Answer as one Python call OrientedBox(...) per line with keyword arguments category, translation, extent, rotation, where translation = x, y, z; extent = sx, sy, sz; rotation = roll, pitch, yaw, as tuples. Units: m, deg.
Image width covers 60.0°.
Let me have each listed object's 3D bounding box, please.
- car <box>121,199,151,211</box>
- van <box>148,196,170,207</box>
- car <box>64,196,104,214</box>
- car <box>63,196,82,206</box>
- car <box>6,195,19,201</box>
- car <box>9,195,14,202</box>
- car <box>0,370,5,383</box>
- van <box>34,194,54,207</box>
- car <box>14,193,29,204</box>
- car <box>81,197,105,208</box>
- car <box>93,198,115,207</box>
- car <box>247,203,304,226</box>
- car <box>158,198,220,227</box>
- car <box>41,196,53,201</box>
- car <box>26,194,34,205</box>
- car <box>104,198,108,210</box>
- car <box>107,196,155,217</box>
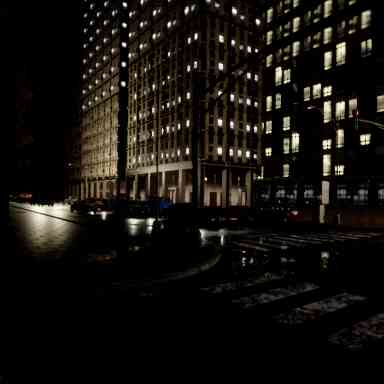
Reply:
OrientedBox(category="car", translation=(-7.203, 1.585, 42.409), extent=(2.008, 1.369, 4.403), rotation=(1, -1, -35))
OrientedBox(category="van", translation=(-3.937, 1.382, 37.800), extent=(1.690, 1.788, 3.998), rotation=(1, -1, -35))
OrientedBox(category="car", translation=(-10.780, 1.427, 32.958), extent=(2.008, 1.369, 4.403), rotation=(1, -1, -35))
OrientedBox(category="car", translation=(-20.352, 1.486, 56.333), extent=(1.812, 1.442, 4.674), rotation=(1, -1, -35))
OrientedBox(category="car", translation=(-40.146, 1.378, 74.455), extent=(2.008, 1.369, 4.403), rotation=(1, -1, -35))
OrientedBox(category="car", translation=(-36.884, 1.397, 69.845), extent=(1.947, 1.339, 4.313), rotation=(1, -1, -35))
OrientedBox(category="car", translation=(-3.137, 1.350, 1.145), extent=(4.553, 1.767, 2.097), rotation=(0, 0, -35))
OrientedBox(category="van", translation=(-20.565, 1.197, 46.793), extent=(1.690, 1.788, 3.998), rotation=(1, -1, -35))
OrientedBox(category="car", translation=(-30.354, 1.155, 60.625), extent=(2.192, 1.841, 5.009), rotation=(1, -1, -35))
OrientedBox(category="car", translation=(-14.362, 1.477, 47.961), extent=(1.837, 1.490, 4.892), rotation=(1, -1, -35))
OrientedBox(category="car", translation=(-13.730, 1.587, 51.630), extent=(1.947, 1.339, 4.313), rotation=(1, -1, -35))
OrientedBox(category="car", translation=(5.851, 1.505, 23.967), extent=(1.967, 1.590, 4.097), rotation=(1, -1, -35))
OrientedBox(category="car", translation=(-0.154, 1.425, 22.425), extent=(1.882, 1.535, 5.008), rotation=(1, -1, -36))
OrientedBox(category="car", translation=(-36.571, 1.571, 83.905), extent=(1.802, 1.307, 4.206), rotation=(1, -1, -35))
OrientedBox(category="car", translation=(-23.832, 1.432, 51.401), extent=(1.802, 1.307, 4.206), rotation=(1, -1, -35))
OrientedBox(category="car", translation=(-11.749, 1.468, 38.833), extent=(2.033, 1.411, 5.357), rotation=(1, -1, -35))
OrientedBox(category="car", translation=(-5.603, 1.412, 30.128), extent=(1.882, 1.535, 5.008), rotation=(1, -1, -35))
